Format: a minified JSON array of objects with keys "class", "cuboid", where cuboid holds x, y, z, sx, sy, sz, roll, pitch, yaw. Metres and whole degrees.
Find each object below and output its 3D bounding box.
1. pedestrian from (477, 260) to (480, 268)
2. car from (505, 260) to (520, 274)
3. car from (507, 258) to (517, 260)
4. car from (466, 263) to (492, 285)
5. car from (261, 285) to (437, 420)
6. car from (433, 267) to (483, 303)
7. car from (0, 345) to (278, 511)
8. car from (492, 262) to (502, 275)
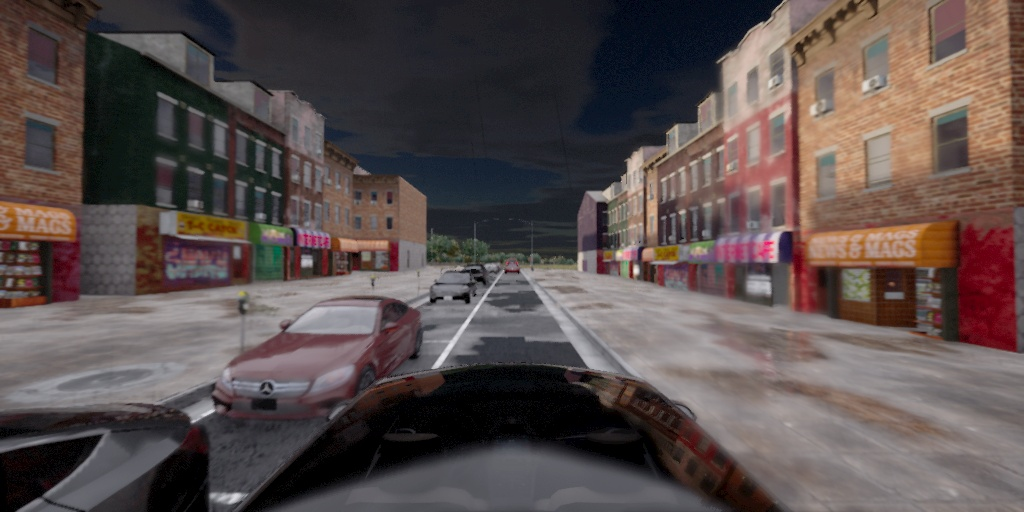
[{"class":"pedestrian","cuboid":[-2.749,1.186,30.290,0.375,1.860,0.375,-1,-1,0]},{"class":"car","cuboid":[0.062,1.616,47.898,1.994,1.385,4.181,0,-1,0]},{"class":"car","cuboid":[0.001,1.427,63.053,2.150,2.045,5.566,0,-1,0]},{"class":"car","cuboid":[-2.749,1.377,27.331,1.837,1.490,4.892,0,0,0]},{"class":"car","cuboid":[-2.636,1.346,5.904,1.802,1.307,4.207,0,0,0]},{"class":"car","cuboid":[-2.636,1.374,16.980,1.948,1.339,4.313,0,0,0]},{"class":"car","cuboid":[-2.636,1.310,0.362,1.948,1.339,4.313,0,0,0]},{"class":"car","cuboid":[-2.636,1.569,44.673,2.007,1.370,4.403,0,0,0]}]
